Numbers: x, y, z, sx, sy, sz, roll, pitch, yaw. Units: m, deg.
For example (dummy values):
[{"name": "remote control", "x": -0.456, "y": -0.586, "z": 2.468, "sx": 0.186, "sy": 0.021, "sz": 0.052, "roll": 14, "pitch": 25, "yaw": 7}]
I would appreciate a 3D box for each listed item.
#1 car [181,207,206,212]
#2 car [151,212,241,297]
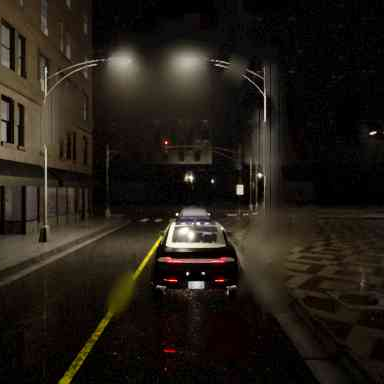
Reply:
[{"name": "car", "x": 0.088, "y": 1.547, "z": 18.644, "sx": 2.033, "sy": 1.411, "sz": 5.357, "roll": 0, "pitch": 0, "yaw": -2}, {"name": "car", "x": 0.085, "y": 1.491, "z": 8.532, "sx": 2.128, "sy": 1.511, "sz": 4.902, "roll": 0, "pitch": 0, "yaw": 0}]
